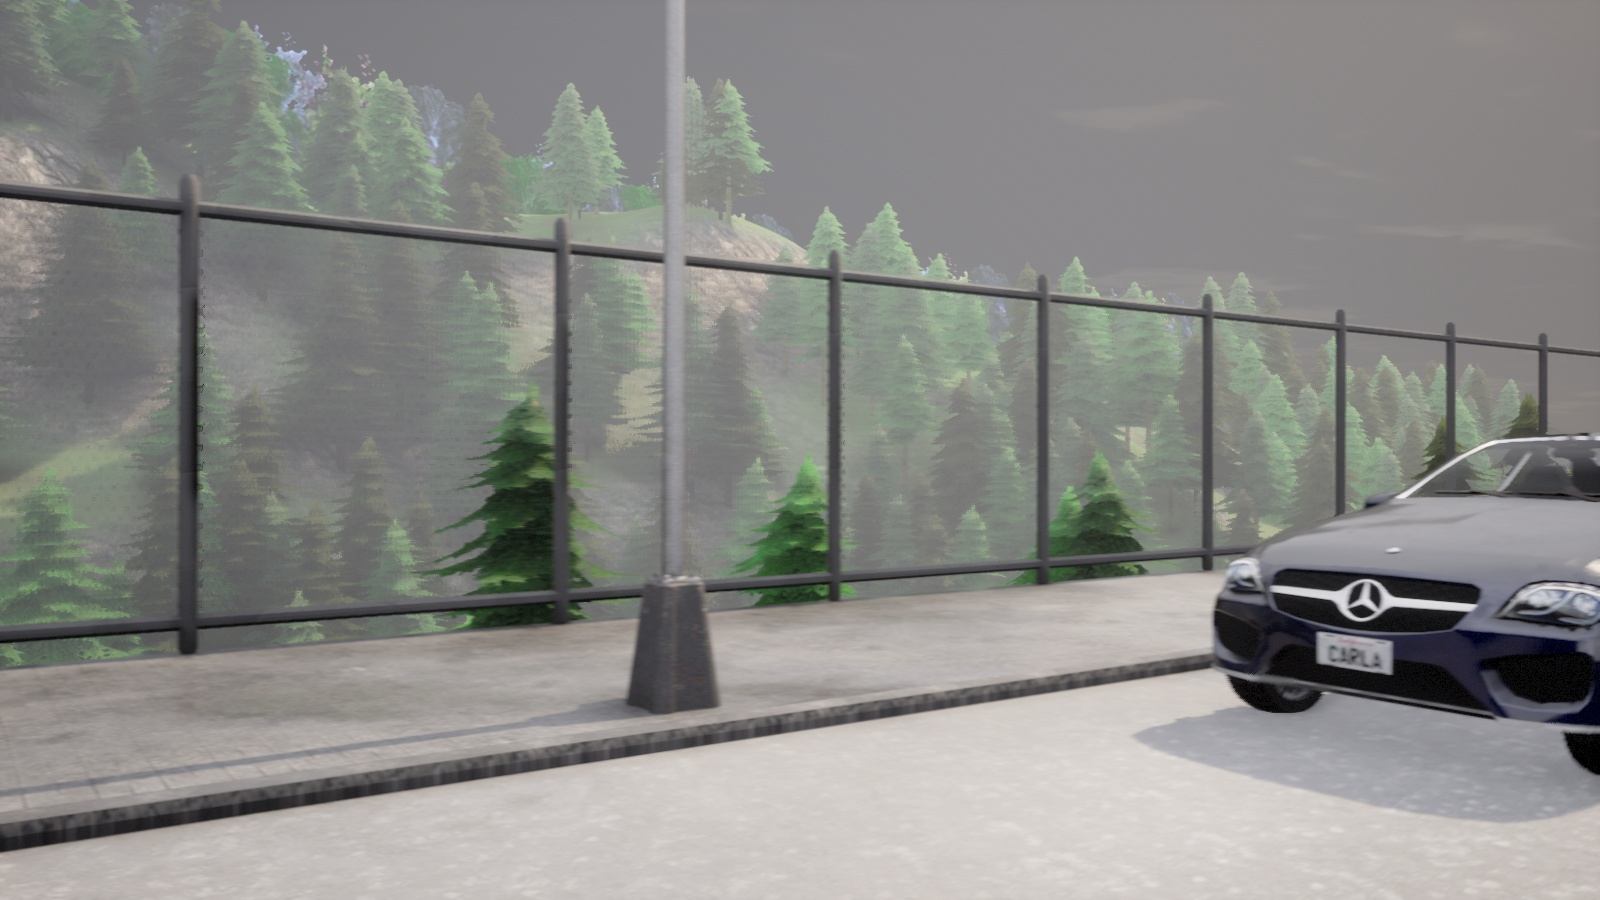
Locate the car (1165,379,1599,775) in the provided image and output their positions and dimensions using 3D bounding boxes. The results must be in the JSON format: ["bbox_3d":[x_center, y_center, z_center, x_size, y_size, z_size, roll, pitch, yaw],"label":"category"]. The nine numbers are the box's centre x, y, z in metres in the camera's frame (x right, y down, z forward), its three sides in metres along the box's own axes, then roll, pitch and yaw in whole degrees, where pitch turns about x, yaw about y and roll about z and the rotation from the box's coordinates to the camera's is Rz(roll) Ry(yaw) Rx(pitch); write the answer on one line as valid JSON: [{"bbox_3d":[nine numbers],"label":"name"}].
[{"bbox_3d":[4.711,0.532,7.548,5.027,1.651,2.152,0,0,-35],"label":"car"}]
